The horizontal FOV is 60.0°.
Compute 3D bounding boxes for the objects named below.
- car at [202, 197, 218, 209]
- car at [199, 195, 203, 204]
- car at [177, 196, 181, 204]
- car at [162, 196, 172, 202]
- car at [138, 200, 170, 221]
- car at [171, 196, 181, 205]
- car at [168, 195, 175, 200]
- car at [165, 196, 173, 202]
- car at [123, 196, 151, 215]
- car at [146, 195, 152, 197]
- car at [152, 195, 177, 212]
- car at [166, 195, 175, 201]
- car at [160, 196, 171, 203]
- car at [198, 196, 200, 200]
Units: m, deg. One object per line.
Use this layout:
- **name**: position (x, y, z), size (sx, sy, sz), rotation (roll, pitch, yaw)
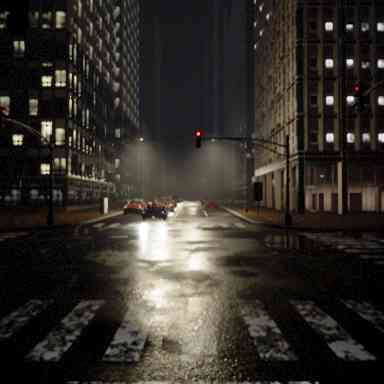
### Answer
- **car**: position (2.633, 1.629, 45.135), size (1.802, 1.307, 4.206), rotation (1, 0, 0)
- **car**: position (2.618, 1.585, 56.461), size (1.752, 1.417, 4.829), rotation (1, 0, 0)
- **car**: position (-3.164, 1.544, 49.644), size (2.128, 1.511, 4.902), rotation (0, 0, 0)
- **car**: position (-5.797, 1.634, 78.511), size (2.008, 1.369, 4.403), rotation (1, 0, 0)
- **car**: position (-3.043, 1.630, 27.580), size (1.895, 1.301, 4.718), rotation (0, 0, -2)
- **car**: position (-3.101, 1.610, 64.988), size (1.837, 1.490, 4.892), rotation (0, 0, 0)
- **car**: position (-5.824, 1.668, 95.237), size (1.947, 1.339, 4.313), rotation (1, 0, 0)
- **car**: position (-5.806, 1.634, 84.086), size (1.887, 1.381, 4.507), rotation (1, 0, 0)
- **car**: position (-5.726, 1.475, 33.910), size (1.967, 1.590, 4.097), rotation (1, 0, 0)
- **car**: position (-5.741, 1.362, 45.060), size (2.192, 1.841, 5.009), rotation (1, 0, 0)
- **car**: position (-3.148, 1.392, 38.963), size (2.097, 1.767, 4.553), rotation (0, 0, 0)
- **car**: position (-5.815, 1.646, 89.661), size (2.008, 1.369, 4.403), rotation (1, 0, 0)
- **car**: position (-5.789, 1.622, 72.936), size (1.887, 1.381, 4.507), rotation (1, 0, 0)
- **car**: position (2.608, 1.631, 61.868), size (1.947, 1.339, 4.313), rotation (1, 0, 0)
